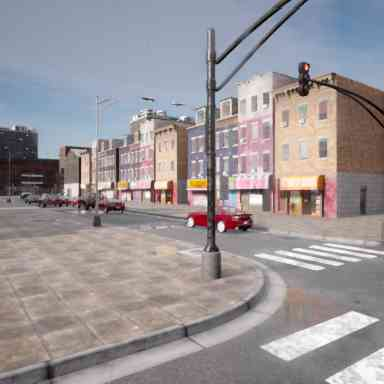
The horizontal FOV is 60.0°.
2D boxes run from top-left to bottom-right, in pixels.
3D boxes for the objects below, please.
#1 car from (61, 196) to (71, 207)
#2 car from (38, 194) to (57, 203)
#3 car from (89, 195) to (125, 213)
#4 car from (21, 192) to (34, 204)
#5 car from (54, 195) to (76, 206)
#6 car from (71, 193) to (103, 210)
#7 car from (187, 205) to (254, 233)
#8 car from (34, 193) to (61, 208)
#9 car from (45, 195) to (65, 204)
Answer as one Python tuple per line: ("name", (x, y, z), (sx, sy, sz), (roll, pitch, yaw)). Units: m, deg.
("car", (-14.236, 1.183, 40.858), (1.802, 1.307, 4.206), (0, 0, -35))
("car", (-23.641, 1.014, 54.184), (2.008, 1.369, 4.403), (0, 0, -35))
("car", (-7.964, 1.244, 31.973), (1.887, 1.381, 4.507), (1, 0, -35))
("car", (-23.573, 1.046, 49.502), (2.033, 1.411, 5.357), (0, 1, -35))
("car", (-17.371, 1.136, 45.299), (1.802, 1.307, 4.206), (0, 0, -35))
("car", (-11.097, 0.964, 36.414), (2.192, 1.841, 5.009), (1, 0, -35))
("car", (1.442, 1.403, 18.647), (1.887, 1.381, 4.507), (1, 0, -35))
("car", (-17.714, 0.936, 41.283), (2.097, 1.767, 4.553), (0, 1, -35))
("car", (-20.506, 1.090, 49.742), (1.802, 1.307, 4.206), (0, 0, -35))
